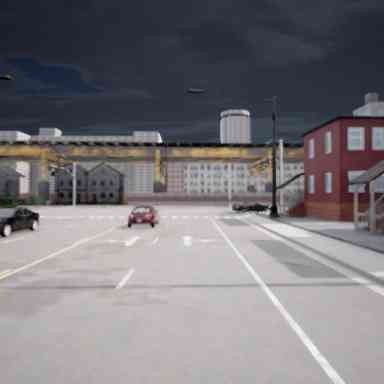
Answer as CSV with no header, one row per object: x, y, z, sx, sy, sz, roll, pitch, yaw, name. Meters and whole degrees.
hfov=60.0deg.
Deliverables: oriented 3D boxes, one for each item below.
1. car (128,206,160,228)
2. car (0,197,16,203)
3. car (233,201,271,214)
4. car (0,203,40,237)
-3.400,1.697,23.781,1.812,1.442,4.674,0,0,0,car
-14.066,1.386,22.746,2.150,2.045,5.566,0,0,0,car
7.231,1.814,40.091,4.674,1.442,1.812,0,-1,-14,car
-10.581,1.615,19.086,1.882,1.535,5.008,0,0,0,car
